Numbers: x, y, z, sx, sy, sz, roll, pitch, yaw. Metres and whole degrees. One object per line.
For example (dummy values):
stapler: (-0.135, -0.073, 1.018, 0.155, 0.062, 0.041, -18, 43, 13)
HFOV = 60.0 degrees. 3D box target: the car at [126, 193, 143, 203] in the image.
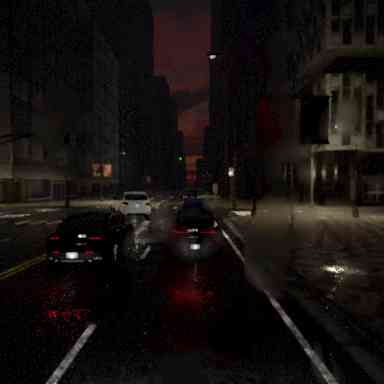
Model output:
car: (-9.782, 0.932, 56.855, 1.882, 1.535, 5.008, 0, 1, 1)

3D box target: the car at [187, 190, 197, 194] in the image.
car: (0.029, 0.495, 76.072, 2.150, 2.045, 5.566, 0, 1, 0)

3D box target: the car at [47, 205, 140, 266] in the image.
car: (-3.146, 1.391, 11.139, 1.837, 1.490, 4.892, 0, 0, 0)

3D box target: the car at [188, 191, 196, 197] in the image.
car: (0.034, 0.574, 86.463, 2.128, 1.511, 4.902, 0, 1, 0)

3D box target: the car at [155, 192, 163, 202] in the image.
car: (-6.531, 0.959, 56.857, 1.837, 1.490, 4.892, 0, 1, 0)

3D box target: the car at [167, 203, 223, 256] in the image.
car: (0.105, 1.379, 12.542, 1.837, 1.490, 4.892, 0, 1, 0)

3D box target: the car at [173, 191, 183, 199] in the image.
car: (-3.221, 0.820, 76.465, 1.994, 1.385, 4.181, 0, 1, 0)

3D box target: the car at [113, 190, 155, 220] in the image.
car: (-4.743, 0.991, 25.595, 2.150, 2.045, 5.566, 1, 0, -20)

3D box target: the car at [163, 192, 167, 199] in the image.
car: (-6.471, 0.840, 72.009, 2.128, 1.511, 4.902, 0, 1, 0)

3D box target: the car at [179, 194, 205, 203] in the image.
car: (0.111, 1.231, 29.225, 1.882, 1.535, 5.008, 0, 1, 0)

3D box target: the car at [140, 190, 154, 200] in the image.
car: (-9.721, 0.535, 72.470, 2.150, 2.045, 5.566, 0, 1, 0)

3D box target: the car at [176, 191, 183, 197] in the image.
car: (-3.217, 0.573, 86.464, 1.812, 1.442, 4.674, 0, 1, 0)
